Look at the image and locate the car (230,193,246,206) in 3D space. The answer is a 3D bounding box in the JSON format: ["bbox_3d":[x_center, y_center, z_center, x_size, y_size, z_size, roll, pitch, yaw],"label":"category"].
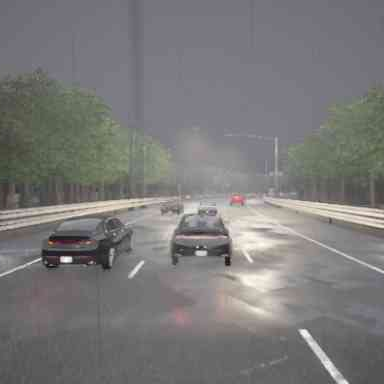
[{"bbox_3d":[7.717,1.202,56.738,2.150,2.045,5.566,0,0,8],"label":"car"}]

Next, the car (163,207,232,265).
[{"bbox_3d":[0.338,1.492,11.691,2.128,1.511,4.902,0,0,2],"label":"car"}]

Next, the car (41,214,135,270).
[{"bbox_3d":[-3.184,1.502,11.034,1.837,1.490,4.892,0,0,2],"label":"car"}]

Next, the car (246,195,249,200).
[{"bbox_3d":[13.004,1.482,85.595,1.837,1.490,4.892,0,0,13],"label":"car"}]

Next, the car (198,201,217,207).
[{"bbox_3d":[1.645,1.600,33.883,1.895,1.301,4.718,0,0,5],"label":"car"}]

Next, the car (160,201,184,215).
[{"bbox_3d":[-1.887,1.596,33.663,1.895,1.301,4.718,0,0,5],"label":"car"}]
